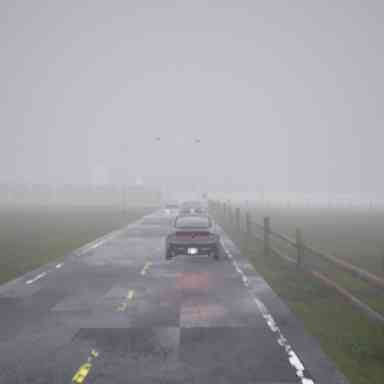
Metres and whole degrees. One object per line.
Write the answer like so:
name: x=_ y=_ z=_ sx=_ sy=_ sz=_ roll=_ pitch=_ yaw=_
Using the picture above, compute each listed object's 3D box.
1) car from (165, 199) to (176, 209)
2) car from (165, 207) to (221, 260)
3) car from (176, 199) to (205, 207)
car: x=-2.787 y=1.757 z=48.532 sx=2.033 sy=1.411 sz=5.357 roll=0 pitch=0 yaw=0
car: x=0.040 y=1.560 z=12.660 sx=1.837 sy=1.490 sz=4.892 roll=0 pitch=0 yaw=0
car: x=0.038 y=1.469 z=27.526 sx=2.097 sy=1.767 sz=4.553 roll=0 pitch=0 yaw=0
